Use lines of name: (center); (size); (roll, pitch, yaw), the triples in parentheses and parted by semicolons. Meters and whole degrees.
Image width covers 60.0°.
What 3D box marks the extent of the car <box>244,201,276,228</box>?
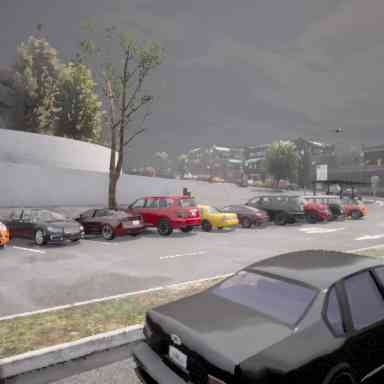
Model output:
car: (2.797, 1.550, 22.197); (4.674, 1.452, 2.002); (-1, -1, 35)

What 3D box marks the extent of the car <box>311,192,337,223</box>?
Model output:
car: (7.733, 1.268, 25.666); (5.566, 2.045, 2.435); (-1, -1, 35)

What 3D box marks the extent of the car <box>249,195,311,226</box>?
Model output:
car: (5.222, 1.264, 23.958); (5.566, 2.045, 2.435); (-1, -1, 35)

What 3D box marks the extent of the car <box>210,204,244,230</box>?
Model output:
car: (0.192, 1.504, 20.566); (5.366, 1.575, 1.946); (-1, -1, 34)

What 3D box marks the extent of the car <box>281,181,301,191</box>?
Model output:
car: (20.613, -0.990, 67.455); (2.231, 1.521, 4.892); (7, 3, 35)

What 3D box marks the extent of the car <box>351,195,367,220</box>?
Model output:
car: (12.676, 1.405, 29.093); (4.553, 1.767, 2.185); (-1, -1, 35)

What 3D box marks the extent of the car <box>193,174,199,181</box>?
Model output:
car: (3.193, -3.848, 92.015); (2.185, 1.767, 4.553); (6, 3, 34)

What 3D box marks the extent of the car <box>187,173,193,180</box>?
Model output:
car: (1.460, -4.083, 94.482); (2.185, 1.767, 4.553); (4, 1, 33)

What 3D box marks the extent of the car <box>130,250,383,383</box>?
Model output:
car: (1.909, 1.550, 4.502); (5.357, 1.411, 2.033); (0, 0, -36)

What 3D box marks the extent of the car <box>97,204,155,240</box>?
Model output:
car: (-4.567, 1.525, 16.987); (4.792, 1.488, 2.163); (-1, -1, 34)

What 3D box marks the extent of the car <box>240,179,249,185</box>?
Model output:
car: (13.705, -2.042, 77.331); (2.002, 1.452, 4.674); (7, 3, 35)

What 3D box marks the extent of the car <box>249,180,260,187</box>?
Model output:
car: (15.540, -1.810, 75.013); (1.946, 1.575, 5.366); (7, 3, 35)

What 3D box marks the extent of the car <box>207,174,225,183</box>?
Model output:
car: (6.844, -3.174, 87.294); (1.946, 1.575, 5.366); (7, 3, 34)

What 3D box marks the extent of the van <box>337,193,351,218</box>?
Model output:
van: (10.269, 1.298, 27.340); (4.442, 1.987, 1.878); (-1, -1, 35)

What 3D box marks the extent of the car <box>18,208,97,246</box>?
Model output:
car: (-6.985, 1.495, 15.237); (4.892, 1.521, 2.231); (-1, -1, 34)

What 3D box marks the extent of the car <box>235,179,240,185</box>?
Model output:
car: (11.960, -2.315, 79.791); (2.002, 1.452, 4.674); (7, 3, 35)

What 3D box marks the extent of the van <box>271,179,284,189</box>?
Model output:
van: (18.850, -1.489, 69.815); (1.878, 1.987, 4.442); (7, 4, 35)

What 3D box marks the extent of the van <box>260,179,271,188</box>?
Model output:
van: (17.118, -1.762, 72.284); (1.878, 1.987, 4.442); (7, 4, 35)

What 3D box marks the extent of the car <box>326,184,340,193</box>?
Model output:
car: (25.834, -0.424, 60.076); (2.435, 2.045, 5.566); (7, 3, 35)

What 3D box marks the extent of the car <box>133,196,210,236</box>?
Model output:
car: (-2.125, 1.249, 18.736); (5.566, 2.045, 2.435); (-1, -1, 34)

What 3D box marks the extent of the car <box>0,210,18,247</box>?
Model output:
car: (-9.449, 1.367, 13.508); (4.553, 1.767, 2.185); (-1, -1, 34)

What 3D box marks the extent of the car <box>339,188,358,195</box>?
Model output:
car: (27.528, 0.138, 57.606); (2.002, 1.452, 4.674); (7, 3, 35)

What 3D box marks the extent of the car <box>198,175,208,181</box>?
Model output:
car: (4.990, -3.697, 89.551); (2.435, 2.045, 5.566); (7, 3, 34)
